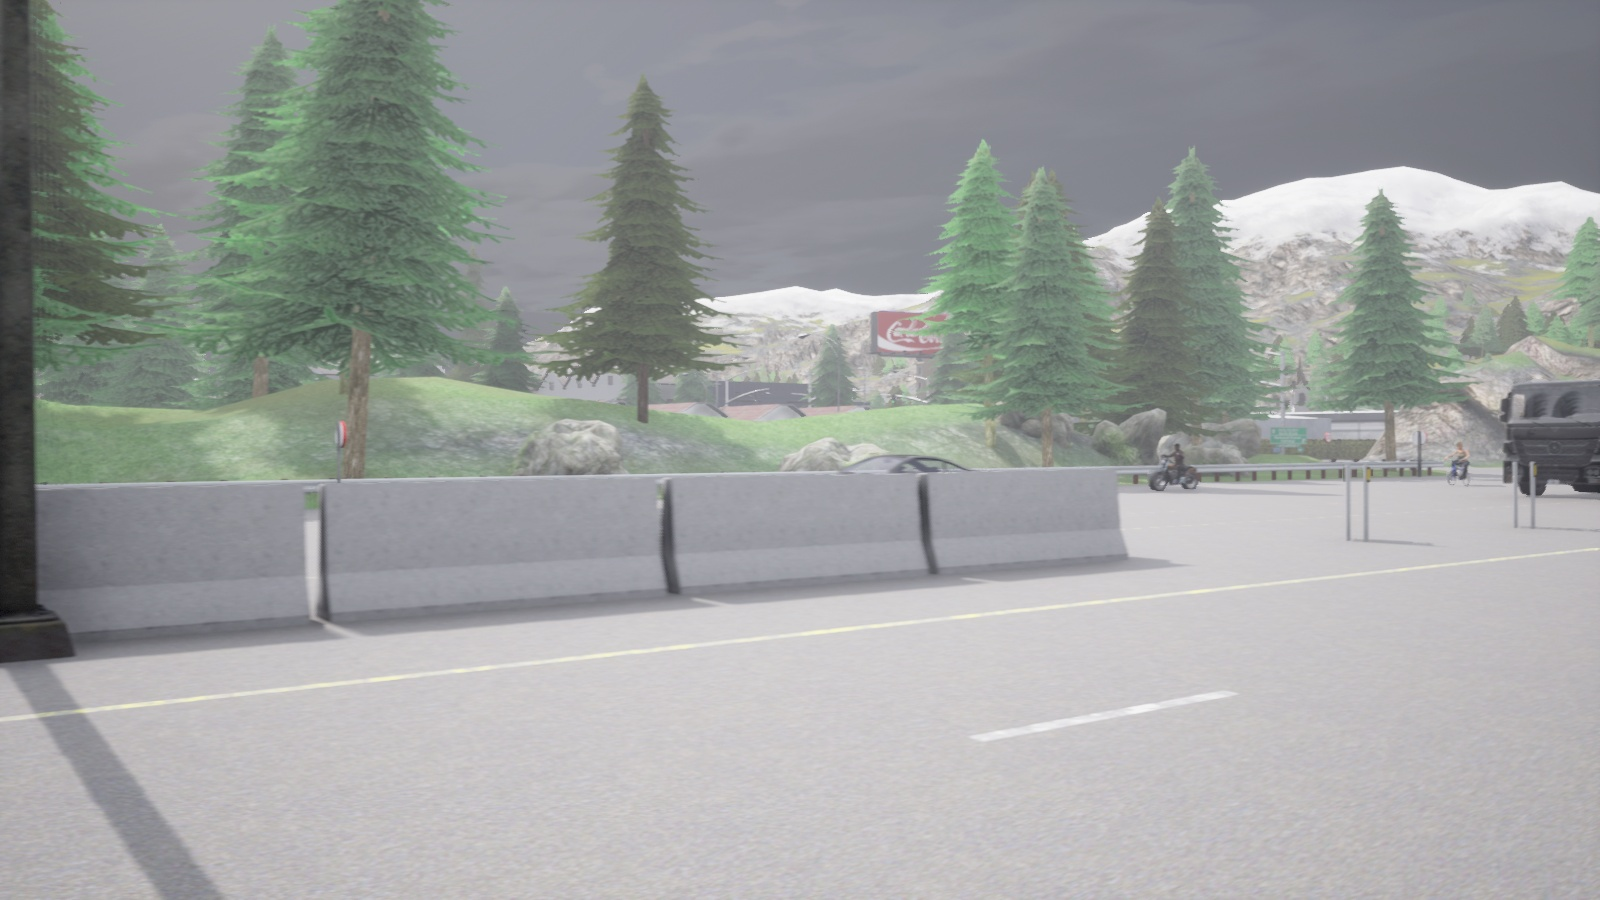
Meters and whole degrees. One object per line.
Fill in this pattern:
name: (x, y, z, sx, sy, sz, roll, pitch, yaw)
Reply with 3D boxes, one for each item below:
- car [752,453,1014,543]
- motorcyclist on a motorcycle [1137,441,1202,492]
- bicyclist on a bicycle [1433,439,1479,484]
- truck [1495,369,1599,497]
car: (1.476, 0.764, 21.746, 4.181, 1.385, 1.994, -1, 0, -35)
motorcyclist on a motorcycle: (12.428, 0.531, 42.167, 2.350, 1.649, 0.766, -1, 0, -35)
bicyclist on a bicycle: (24.020, 0.419, 45.968, 1.509, 1.612, 0.866, -1, 0, -35)
truck: (23.985, -0.485, 37.412, 7.936, 3.462, 2.891, -1, 0, -38)
